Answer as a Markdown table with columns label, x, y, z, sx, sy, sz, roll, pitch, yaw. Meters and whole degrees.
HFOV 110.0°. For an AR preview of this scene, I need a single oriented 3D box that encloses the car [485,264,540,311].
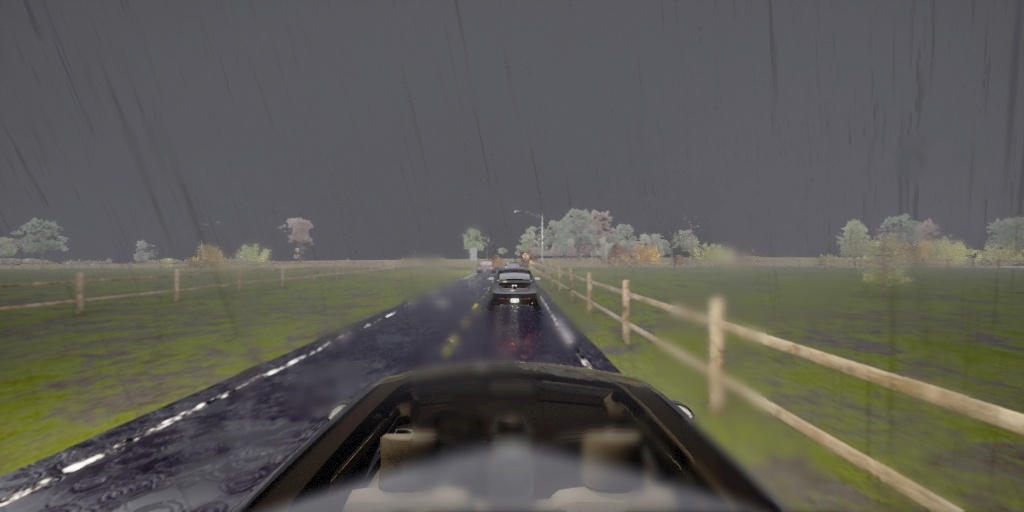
| label | x | y | z | sx | sy | sz | roll | pitch | yaw |
| --- | --- | --- | --- | --- | --- | --- | --- | --- | --- |
| car | 0.095 | 1.255 | 14.506 | 1.837 | 1.490 | 4.892 | 0 | 0 | 0 |

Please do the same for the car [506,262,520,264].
| label | x | y | z | sx | sy | sz | roll | pitch | yaw |
| --- | --- | --- | --- | --- | --- | --- | --- | --- | --- |
| car | 0.093 | 1.293 | 33.889 | 2.033 | 1.411 | 5.357 | 0 | 0 | 0 |

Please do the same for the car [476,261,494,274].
| label | x | y | z | sx | sy | sz | roll | pitch | yaw |
| --- | --- | --- | --- | --- | --- | --- | --- | --- | --- |
| car | -2.838 | 1.270 | 40.153 | 1.812 | 1.442 | 4.674 | 0 | 0 | 0 |
